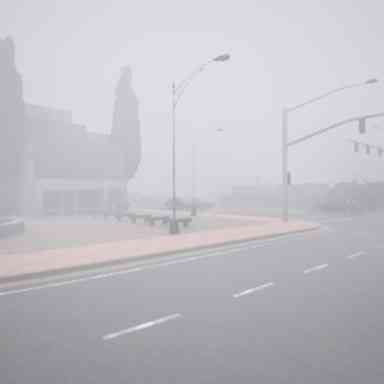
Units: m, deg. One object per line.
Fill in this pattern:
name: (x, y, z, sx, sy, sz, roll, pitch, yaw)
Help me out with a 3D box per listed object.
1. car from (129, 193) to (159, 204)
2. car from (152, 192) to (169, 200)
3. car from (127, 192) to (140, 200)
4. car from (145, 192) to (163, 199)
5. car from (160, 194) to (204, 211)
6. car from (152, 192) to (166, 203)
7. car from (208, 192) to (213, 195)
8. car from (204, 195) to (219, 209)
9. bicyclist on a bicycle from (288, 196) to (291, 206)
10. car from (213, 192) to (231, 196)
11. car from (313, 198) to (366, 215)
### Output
car: (-8.496, 1.370, 58.815, 2.128, 1.511, 4.902, 0, 0, -40)
car: (-8.165, 0.965, 85.856, 3.866, 1.878, 1.905, 0, 0, -42)
car: (-12.618, 0.963, 69.012, 2.150, 2.045, 5.566, 0, 0, -40)
car: (-10.052, 0.962, 88.051, 4.605, 1.855, 1.932, 0, 0, -42)
car: (-1.257, 1.382, 39.225, 1.882, 1.535, 5.008, 0, 0, -40)
car: (-5.947, 1.342, 61.223, 1.882, 1.535, 5.008, 0, 0, -40)
car: (4.932, 0.960, 71.243, 3.866, 1.878, 1.905, 0, 0, -42)
car: (0.940, 1.454, 42.046, 1.994, 1.385, 4.181, 0, 0, -40)
bicyclist on a bicycle: (12.887, 1.106, 44.857, 1.656, 1.620, 0.582, -7, 5, -40)
car: (6.853, 1.198, 69.076, 3.806, 1.475, 1.970, 0, 0, -42)
car: (14.118, 1.365, 32.138, 2.128, 1.511, 4.902, 0, 0, -38)
